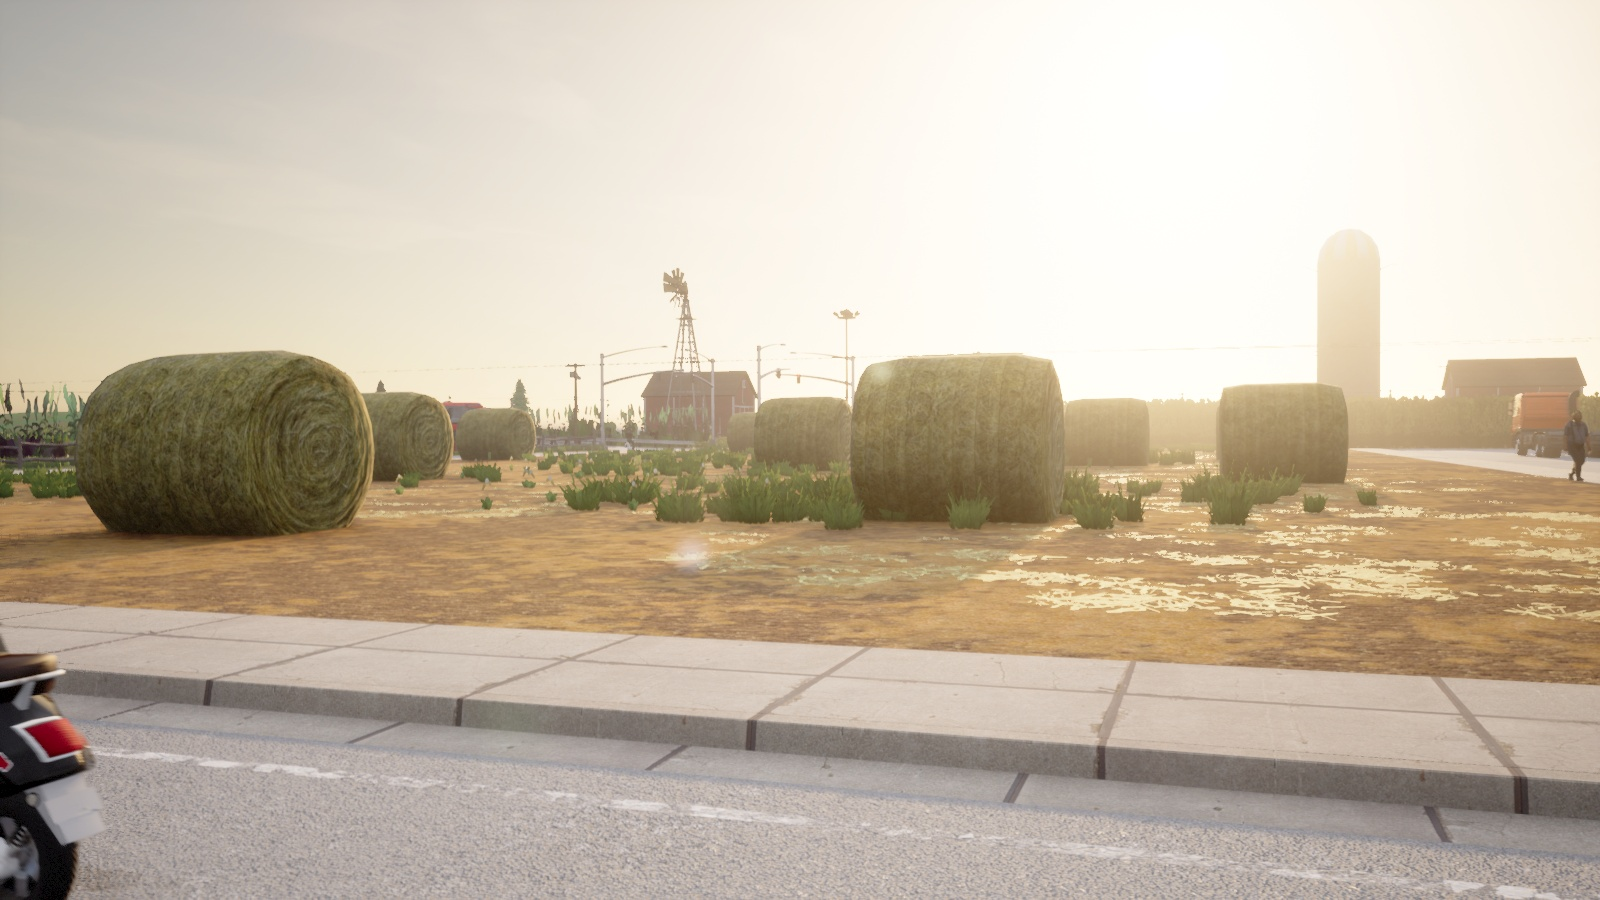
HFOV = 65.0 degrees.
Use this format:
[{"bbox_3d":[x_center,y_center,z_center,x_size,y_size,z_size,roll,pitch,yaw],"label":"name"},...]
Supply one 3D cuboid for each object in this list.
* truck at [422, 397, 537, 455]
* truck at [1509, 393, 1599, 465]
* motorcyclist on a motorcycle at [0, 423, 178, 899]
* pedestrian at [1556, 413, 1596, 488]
[{"bbox_3d":[-20.073,-1.508,79.235,2.891,3.462,7.936,1,1,21],"label":"truck"},{"bbox_3d":[39.076,-1.080,64.672,2.891,3.462,7.936,0,1,18],"label":"truck"},{"bbox_3d":[-3.171,0.703,4.258,1.817,1.590,0.866,0,1,19],"label":"motorcyclist on a motorcycle"},{"bbox_3d":[19.455,0.009,31.492,0.540,1.848,0.694,0,1,2],"label":"pedestrian"}]
